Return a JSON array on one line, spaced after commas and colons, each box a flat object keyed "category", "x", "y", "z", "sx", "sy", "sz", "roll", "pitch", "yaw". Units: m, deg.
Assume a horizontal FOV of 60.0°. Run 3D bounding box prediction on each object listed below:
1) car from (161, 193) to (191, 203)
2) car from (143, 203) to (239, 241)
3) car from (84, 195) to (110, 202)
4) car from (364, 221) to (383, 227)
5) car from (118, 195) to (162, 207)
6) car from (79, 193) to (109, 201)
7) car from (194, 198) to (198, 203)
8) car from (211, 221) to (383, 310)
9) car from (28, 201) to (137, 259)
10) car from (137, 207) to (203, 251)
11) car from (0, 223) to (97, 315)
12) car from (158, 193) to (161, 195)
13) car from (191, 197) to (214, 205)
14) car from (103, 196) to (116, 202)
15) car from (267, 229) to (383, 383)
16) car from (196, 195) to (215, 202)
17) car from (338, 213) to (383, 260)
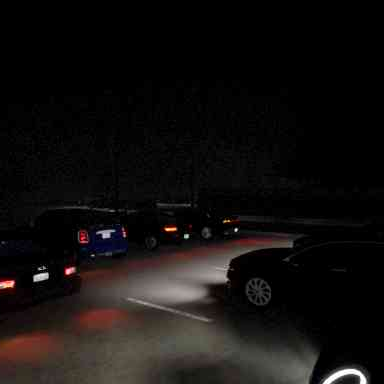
[{"category": "car", "x": -2.471, "y": 1.222, "z": 60.530, "sx": 2.150, "sy": 2.045, "sz": 5.566, "roll": 0, "pitch": 0, "yaw": 36}, {"category": "car", "x": 0.084, "y": 1.505, "z": 16.837, "sx": 4.892, "sy": 1.490, "sz": 1.837, "roll": 0, "pitch": 0, "yaw": 36}, {"category": "car", "x": -12.103, "y": 1.547, "z": 47.317, "sx": 2.033, "sy": 1.411, "sz": 5.357, "roll": 0, "pitch": 0, "yaw": 36}, {"category": "car", "x": 5.088, "y": 1.526, "z": 8.954, "sx": 4.674, "sy": 1.442, "sz": 1.812, "roll": 0, "pitch": 0, "yaw": 36}, {"category": "car", "x": -6.588, "y": 1.490, "z": 43.000, "sx": 2.128, "sy": 1.511, "sz": 4.902, "roll": 0, "pitch": 0, "yaw": 36}, {"category": "car", "x": -15.688, "y": 1.221, "z": 54.276, "sx": 2.150, "sy": 2.045, "sz": 5.566, "roll": 0, "pitch": 0, "yaw": 36}, {"category": "car", "x": 2.733, "y": 1.353, "z": 55.811, "sx": 2.097, "sy": 1.767, "sz": 4.553, "roll": 0, "pitch": 0, "yaw": 36}, {"category": "car", "x": 2.969, "y": 1.505, "z": 6.177, "sx": 4.892, "sy": 1.490, "sz": 1.837, "roll": 0, "pitch": 0, "yaw": 36}, {"category": "car", "x": -4.340, "y": 1.352, "z": 11.396, "sx": 4.553, "sy": 1.767, "sz": 2.097, "roll": 0, "pitch": 0, "yaw": 36}, {"category": "car", "x": -2.078, "y": 1.526, "z": 14.085, "sx": 4.674, "sy": 1.442, "sz": 1.812, "roll": 0, "pitch": 0, "yaw": 36}, {"category": "car", "x": -4.694, "y": 1.547, "z": 7.336, "sx": 5.357, "sy": 1.411, "sz": 2.033, "roll": 0, "pitch": 0, "yaw": 36}, {"category": "car", "x": -5.830, "y": 1.219, "z": 67.696, "sx": 2.150, "sy": 2.045, "sz": 5.566, "roll": 0, "pitch": 0, "yaw": 36}, {"category": "car", "x": 2.026, "y": 1.601, "z": 60.779, "sx": 1.895, "sy": 1.301, "sz": 4.718, "roll": 0, "pitch": 0, "yaw": 36}, {"category": "car", "x": -9.279, "y": 1.601, "z": 45.251, "sx": 1.895, "sy": 1.301, "sz": 4.718, "roll": 0, "pitch": 0, "yaw": 36}, {"category": "car", "x": 3.005, "y": 1.352, "z": 1.845, "sx": 4.553, "sy": 1.767, "sz": 2.097, "roll": 0, "pitch": 0, "yaw": 36}, {"category": "car", "x": 3.180, "y": 1.500, "z": 79.326, "sx": 1.837, "sy": 1.490, "sz": 4.892, "roll": 0, "pitch": 0, "yaw": 41}, {"category": "car", "x": 8.008, "y": 1.547, "z": 11.173, "sx": 5.357, "sy": 1.411, "sz": 2.033, "roll": 0, "pitch": 0, "yaw": 36}]
